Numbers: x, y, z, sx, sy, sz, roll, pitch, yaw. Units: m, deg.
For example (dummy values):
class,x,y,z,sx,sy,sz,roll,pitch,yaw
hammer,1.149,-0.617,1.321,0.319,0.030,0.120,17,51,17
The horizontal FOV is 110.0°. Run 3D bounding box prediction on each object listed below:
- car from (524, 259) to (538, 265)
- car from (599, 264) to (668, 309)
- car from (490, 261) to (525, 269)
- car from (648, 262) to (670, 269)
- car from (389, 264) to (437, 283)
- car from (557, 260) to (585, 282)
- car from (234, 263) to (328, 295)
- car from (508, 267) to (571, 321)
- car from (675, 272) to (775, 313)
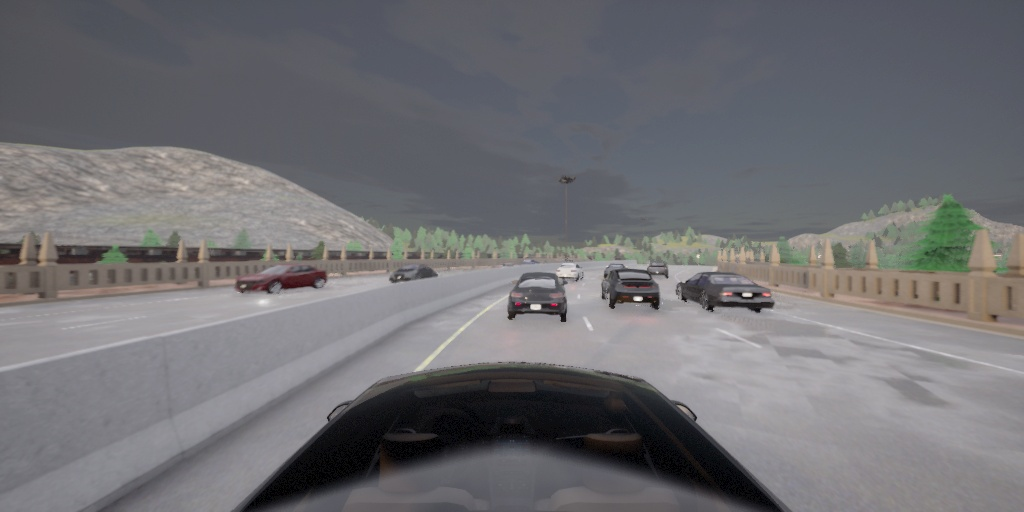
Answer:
class,x,y,z,sx,sy,sz,roll,pitch,yaw
car,2.723,1.282,58.926,1.812,1.442,4.674,0,0,30
car,4.860,1.275,15.158,1.837,1.490,4.892,0,0,9
car,-0.585,1.344,36.153,1.895,1.301,4.718,0,0,21
car,14.281,1.302,35.081,2.128,1.511,4.902,0,0,23
car,-7.224,1.278,26.456,1.994,1.385,4.181,0,0,14
car,4.793,1.294,29.708,1.812,1.442,4.674,0,0,18
car,-12.318,1.170,19.517,1.882,1.535,5.008,0,0,11
car,0.951,1.279,12.447,1.812,1.442,4.674,0,0,7
car,8.192,1.333,14.356,2.033,1.411,5.357,0,0,9
